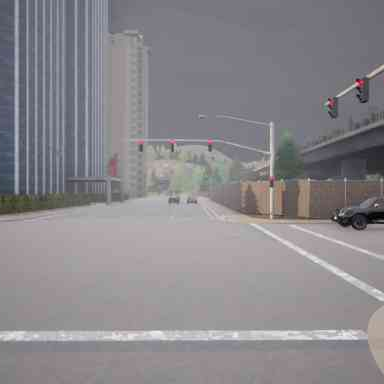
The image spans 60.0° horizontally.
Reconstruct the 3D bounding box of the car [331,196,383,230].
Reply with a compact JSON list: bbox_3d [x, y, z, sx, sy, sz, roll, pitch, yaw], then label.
[{"bbox_3d":[11.817,1.277,20.970,5.566,2.045,2.150,0,0,0],"label":"car"}]

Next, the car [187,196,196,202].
[{"bbox_3d":[-0.099,1.595,74.598,1.895,1.301,4.718,0,0,0],"label":"car"}]

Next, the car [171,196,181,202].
[{"bbox_3d":[-3.598,1.540,74.457,2.033,1.411,5.357,0,0,0],"label":"car"}]

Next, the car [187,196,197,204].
[{"bbox_3d":[0.014,1.564,64.636,1.994,1.385,4.181,0,0,0],"label":"car"}]

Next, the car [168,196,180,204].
[{"bbox_3d":[-3.488,1.478,64.240,1.882,1.535,5.008,0,0,0],"label":"car"}]
